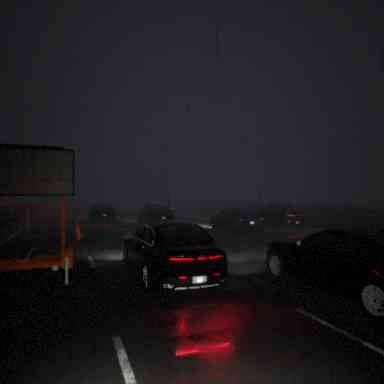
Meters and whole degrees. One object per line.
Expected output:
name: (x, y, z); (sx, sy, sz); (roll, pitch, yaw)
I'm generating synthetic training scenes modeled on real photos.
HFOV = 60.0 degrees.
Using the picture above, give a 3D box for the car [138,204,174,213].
car: (-2.803, 1.632, 25.014); (1.882, 1.535, 5.008); (0, 0, -20)

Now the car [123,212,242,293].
car: (-0.683, 1.565, 9.192); (1.837, 1.490, 4.892); (0, 0, -20)

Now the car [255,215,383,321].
car: (3.635, 1.536, 7.609); (1.882, 1.535, 5.008); (0, 0, -20)

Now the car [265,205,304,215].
car: (5.578, 1.651, 22.535); (2.128, 1.511, 4.902); (0, 0, -20)

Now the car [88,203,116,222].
car: (-7.572, 1.639, 27.826); (1.882, 1.535, 5.008); (0, 0, -20)

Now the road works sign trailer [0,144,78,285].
road works sign trailer: (-4.516, 0.513, 9.193); (2.380, 3.560, 2.880); (0, 0, -20)

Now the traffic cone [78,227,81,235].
traffic cone: (-5.553, 2.047, 16.264); (0.340, 0.580, 0.340); (0, 0, -20)

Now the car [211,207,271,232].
car: (2.648, 1.701, 20.370); (1.994, 1.385, 4.181); (0, 0, -20)
